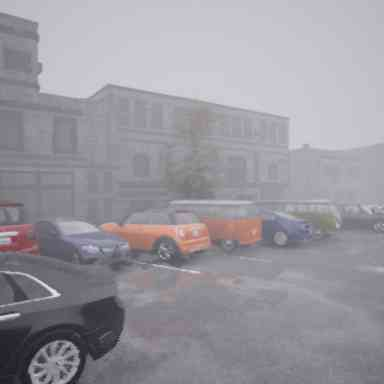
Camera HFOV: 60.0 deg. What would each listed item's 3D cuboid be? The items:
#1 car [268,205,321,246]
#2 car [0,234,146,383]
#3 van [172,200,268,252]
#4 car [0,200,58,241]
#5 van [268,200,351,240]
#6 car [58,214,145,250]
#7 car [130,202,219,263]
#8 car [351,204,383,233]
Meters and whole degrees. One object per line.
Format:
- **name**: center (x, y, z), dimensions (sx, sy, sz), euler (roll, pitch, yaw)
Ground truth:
- **car**: center (3.144, 1.583, 15.811), dimensions (5.008, 1.535, 2.097), euler (-1, -1, 35)
- **car**: center (-3.152, 1.500, 3.586), dimensions (4.892, 1.490, 1.837), euler (1, 0, -35)
- **van**: center (0.652, 1.332, 14.182), dimensions (4.442, 1.987, 1.878), euler (-1, -1, 35)
- **car**: center (-6.445, 1.233, 9.031), dimensions (5.566, 2.045, 2.435), euler (-1, -1, 35)
- **van**: center (5.629, 1.384, 17.459), dimensions (4.442, 1.987, 1.878), euler (-1, -1, 35)
- **car**: center (-4.029, 1.547, 10.717), dimensions (4.674, 1.452, 2.002), euler (-1, -1, 35)
- **car**: center (-1.616, 1.404, 12.397), dimensions (4.553, 1.767, 2.185), euler (-1, -1, 35)
- **car**: center (10.288, 1.547, 20.942), dimensions (4.553, 1.767, 2.185), euler (-1, -1, 35)
